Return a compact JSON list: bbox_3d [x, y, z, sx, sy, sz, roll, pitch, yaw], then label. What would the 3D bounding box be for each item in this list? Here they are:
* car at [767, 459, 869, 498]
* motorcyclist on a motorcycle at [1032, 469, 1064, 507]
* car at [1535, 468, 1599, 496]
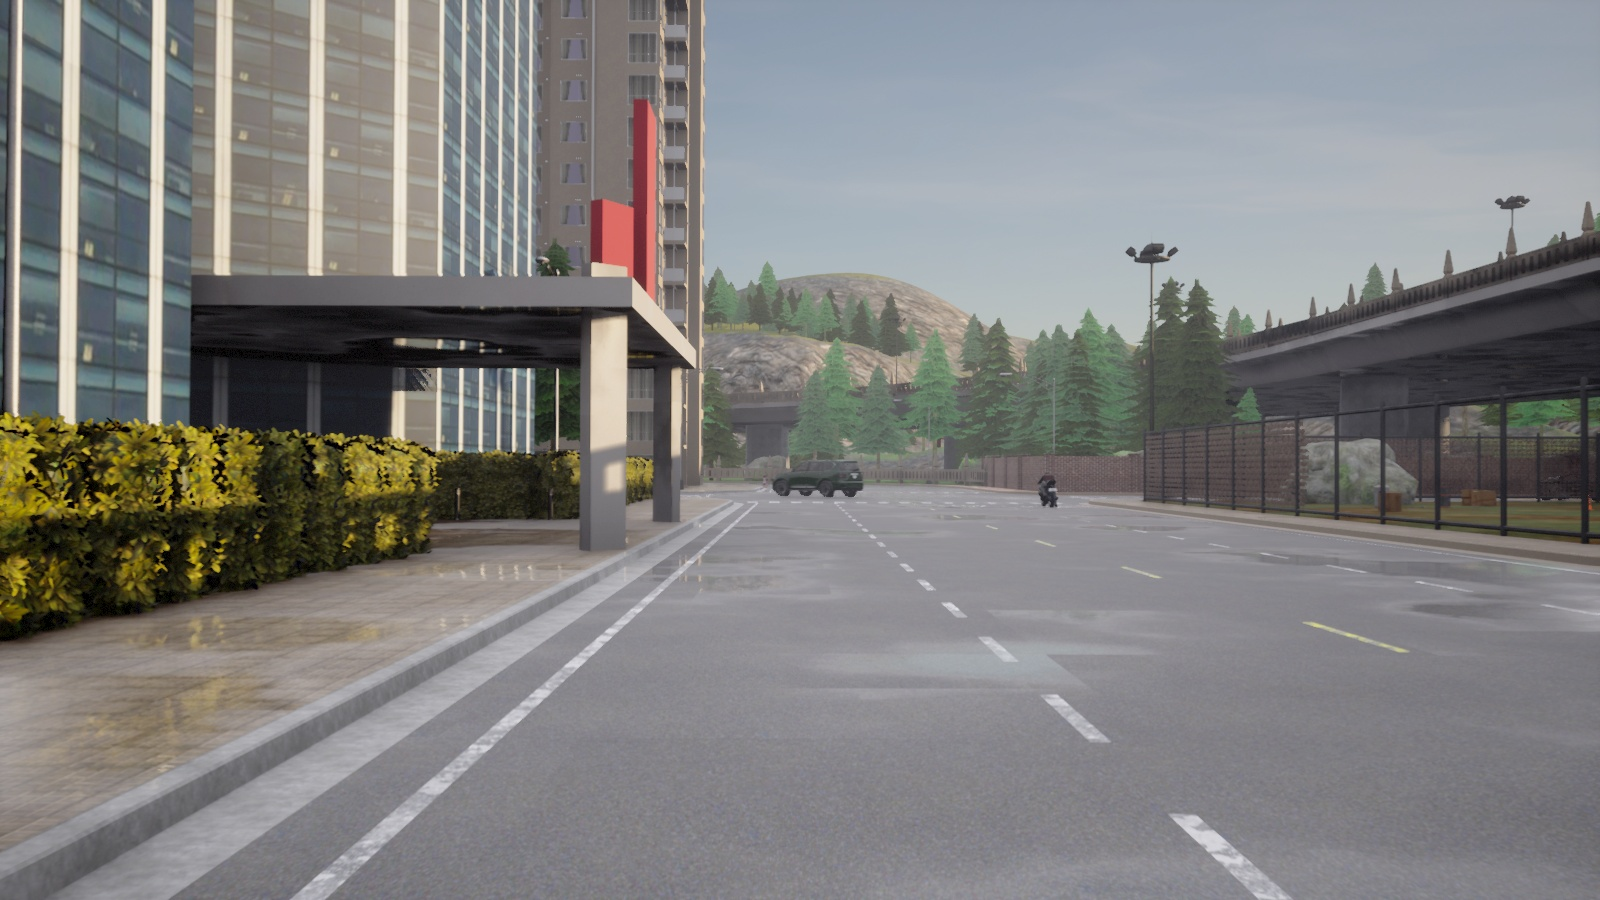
[{"bbox_3d":[0.935,1.556,69.111,5.566,2.045,2.150,-1,-1,43],"label":"car"},{"bbox_3d":[10.368,1.584,52.565,0.866,1.530,2.191,0,-1,0],"label":"motorcyclist on a motorcycle"},{"bbox_3d":[42.732,1.725,68.510,4.193,1.474,1.816,0,-1,0],"label":"car"}]
